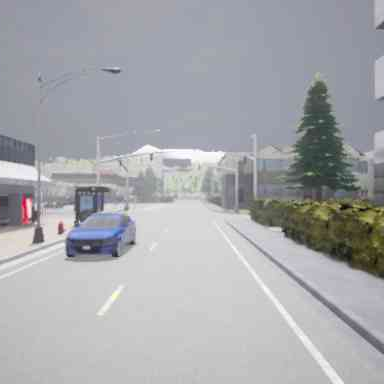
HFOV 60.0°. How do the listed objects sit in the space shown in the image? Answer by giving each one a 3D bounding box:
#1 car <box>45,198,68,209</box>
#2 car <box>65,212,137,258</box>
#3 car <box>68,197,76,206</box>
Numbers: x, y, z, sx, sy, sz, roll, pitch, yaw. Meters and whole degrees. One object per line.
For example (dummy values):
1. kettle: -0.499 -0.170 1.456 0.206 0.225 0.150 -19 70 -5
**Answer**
1. car: -22.399 1.953 54.222 1.970 1.475 3.806 0 -1 0
2. car: -3.522 1.614 13.673 1.882 1.535 5.008 0 0 1
3. car: -25.669 1.987 71.284 1.932 1.855 4.605 0 -1 0
